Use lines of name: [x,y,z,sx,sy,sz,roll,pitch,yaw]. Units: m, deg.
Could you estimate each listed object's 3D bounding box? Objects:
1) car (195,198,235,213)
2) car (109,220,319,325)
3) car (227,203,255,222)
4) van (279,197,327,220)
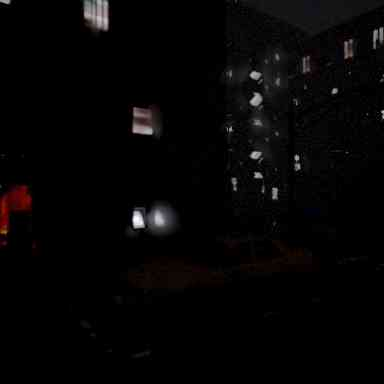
car: [2.495,1.471,37.278,1.752,1.417,4.829,0,0,-36]
car: [0.710,1.529,7.072,4.829,1.417,1.752,0,0,-35]
car: [2.437,1.454,23.069,1.967,1.590,4.097,0,0,-36]
van: [9.235,1.302,27.968,1.690,1.788,3.998,0,0,-36]
